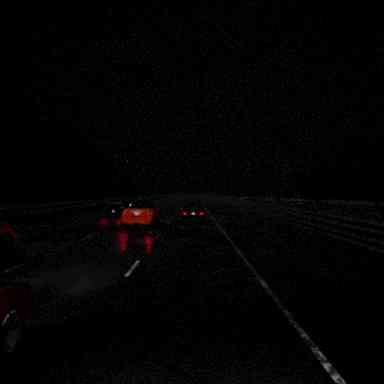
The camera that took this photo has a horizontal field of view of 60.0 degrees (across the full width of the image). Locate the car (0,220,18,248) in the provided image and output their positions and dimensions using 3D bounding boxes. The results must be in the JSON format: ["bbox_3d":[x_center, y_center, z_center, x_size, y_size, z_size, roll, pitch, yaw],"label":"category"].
[{"bbox_3d":[-6.886,1.222,8.721,2.150,2.045,5.566,0,0,0],"label":"car"}]

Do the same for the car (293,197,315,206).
[{"bbox_3d":[20.667,1.639,61.376,2.033,1.649,4.856,0,0,-19],"label":"car"}]

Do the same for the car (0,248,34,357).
[{"bbox_3d":[-3.398,1.587,3.085,1.895,1.301,4.718,1,-1,0],"label":"car"}]

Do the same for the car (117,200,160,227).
[{"bbox_3d":[-3.393,1.352,22.628,2.097,1.767,4.553,0,0,0],"label":"car"}]

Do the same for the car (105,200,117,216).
[{"bbox_3d":[-6.896,1.499,31.461,1.812,1.442,4.674,0,0,0],"label":"car"}]

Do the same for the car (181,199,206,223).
[{"bbox_3d":[0.109,1.549,25.566,2.033,1.411,5.357,0,0,0],"label":"car"}]
